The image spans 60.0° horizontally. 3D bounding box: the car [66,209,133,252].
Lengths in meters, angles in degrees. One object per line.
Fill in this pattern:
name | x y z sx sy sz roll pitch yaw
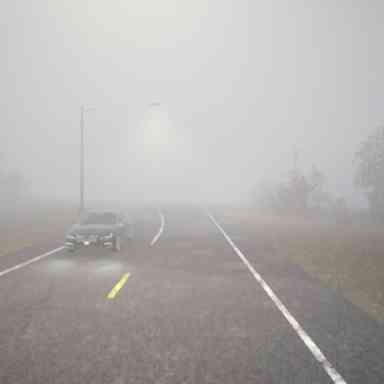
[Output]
car | -3.668 1.510 13.895 1.837 1.490 4.892 0 0 -1
